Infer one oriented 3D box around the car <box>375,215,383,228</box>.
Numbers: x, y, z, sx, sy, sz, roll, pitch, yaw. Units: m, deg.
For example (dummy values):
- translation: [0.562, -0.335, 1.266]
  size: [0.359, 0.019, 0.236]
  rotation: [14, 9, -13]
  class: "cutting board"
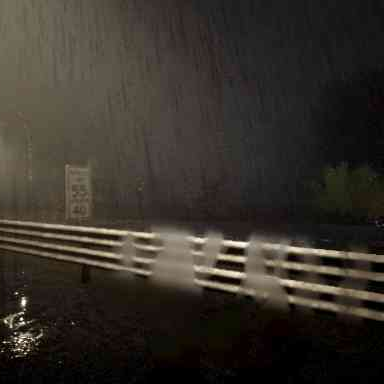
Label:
- translation: [13.807, 1.676, 20.029]
  size: [4.892, 1.490, 1.837]
  rotation: [1, 0, 17]
  class: "car"
